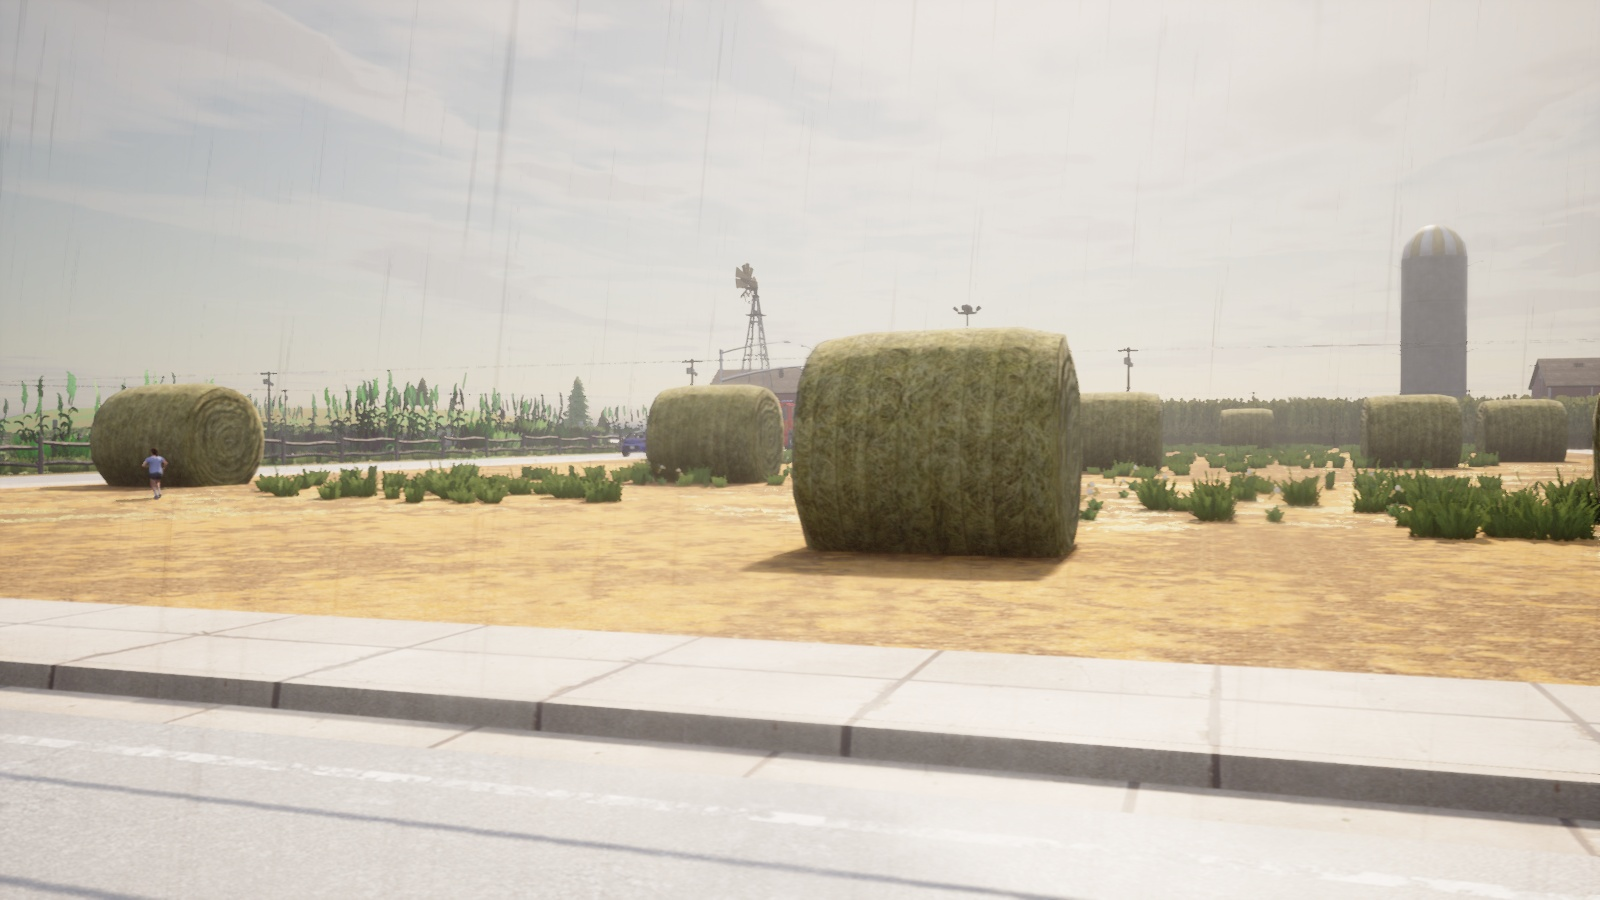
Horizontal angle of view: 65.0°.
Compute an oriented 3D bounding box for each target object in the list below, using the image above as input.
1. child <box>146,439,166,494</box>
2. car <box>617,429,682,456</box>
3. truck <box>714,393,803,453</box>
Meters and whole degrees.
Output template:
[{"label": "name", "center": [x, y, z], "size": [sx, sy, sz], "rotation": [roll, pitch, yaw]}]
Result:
[{"label": "child", "center": [-12.987, 0.328, 25.319], "size": [0.394, 1.110, 0.255], "rotation": [1, 1, 44]}, {"label": "car", "center": [-8.433, -0.424, 70.676], "size": [1.816, 1.474, 4.193], "rotation": [1, 1, 21]}, {"label": "truck", "center": [-2.697, -1.813, 85.273], "size": [2.891, 3.827, 8.468], "rotation": [1, 1, 22]}]
